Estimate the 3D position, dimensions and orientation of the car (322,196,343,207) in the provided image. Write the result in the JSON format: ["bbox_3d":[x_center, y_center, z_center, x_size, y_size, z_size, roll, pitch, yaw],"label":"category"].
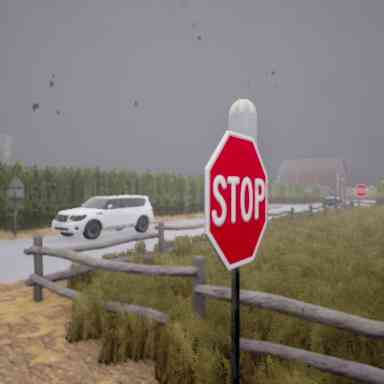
[{"bbox_3d":[18.531,1.284,43.889,1.837,1.490,4.892,0,0,36],"label":"car"}]

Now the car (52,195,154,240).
[{"bbox_3d":[-4.388,1.195,17.429,2.150,2.045,5.566,0,0,36],"label":"car"}]
